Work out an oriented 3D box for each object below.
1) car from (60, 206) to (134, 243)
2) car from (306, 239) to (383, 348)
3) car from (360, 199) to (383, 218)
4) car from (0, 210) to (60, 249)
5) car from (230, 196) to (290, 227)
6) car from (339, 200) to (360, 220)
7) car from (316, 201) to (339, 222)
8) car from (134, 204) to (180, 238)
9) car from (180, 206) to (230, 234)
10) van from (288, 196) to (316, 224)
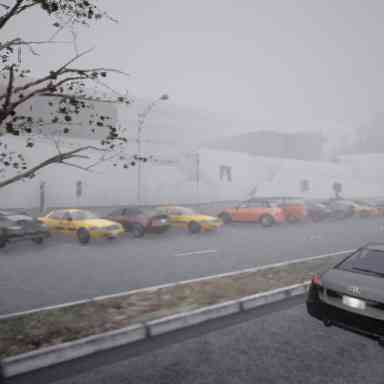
[{"bbox_3d":[-5.586,1.490,16.111,5.366,1.575,1.946,-1,-1,35],"label":"car"},{"bbox_3d":[3.978,1.569,5.979,4.181,1.385,1.994,0,0,-35],"label":"car"},{"bbox_3d":[13.864,1.465,29.961,5.366,1.575,1.946,-1,-1,35],"label":"car"},{"bbox_3d":[-8.168,1.534,14.481,4.674,1.452,2.002,-1,-1,35],"label":"car"},{"bbox_3d":[4.004,1.385,23.118,4.553,1.767,2.185,-1,-1,35],"label":"car"},{"bbox_3d":[11.249,1.521,28.342,4.792,1.488,2.163,-1,0,35],"label":"car"},{"bbox_3d":[8.846,1.540,26.593,4.674,1.452,2.002,-1,0,35],"label":"car"},{"bbox_3d":[-3.336,1.530,17.958,4.792,1.488,2.163,-1,-1,35],"label":"car"},{"bbox_3d":[-0.726,1.500,19.571,5.366,1.575,1.946,-1,-1,35],"label":"car"},{"bbox_3d":[6.515,1.282,24.810,4.442,1.987,1.878,-1,-1,35],"label":"van"}]
